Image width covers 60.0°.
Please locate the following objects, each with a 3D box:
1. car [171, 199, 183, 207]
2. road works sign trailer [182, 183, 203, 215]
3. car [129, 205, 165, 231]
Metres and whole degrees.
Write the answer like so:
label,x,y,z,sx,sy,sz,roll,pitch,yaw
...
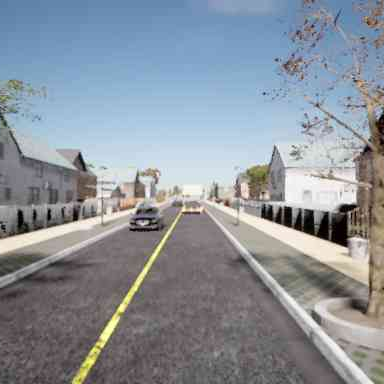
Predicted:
label,x,y,z,sx,sy,sz,roll,pitch,yaw
car,-2.745,2.089,62.557,1.994,1.385,4.181,0,-1,1
road works sign trailer,0.031,0.753,38.592,2.380,3.560,2.880,0,-1,0
car,-2.837,1.650,21.580,1.837,1.490,4.892,0,0,0
